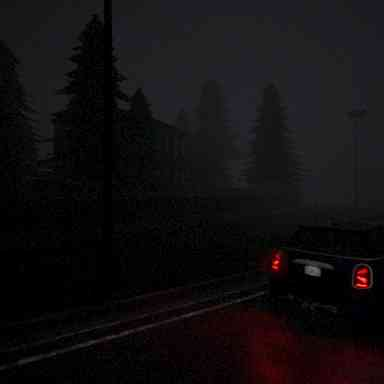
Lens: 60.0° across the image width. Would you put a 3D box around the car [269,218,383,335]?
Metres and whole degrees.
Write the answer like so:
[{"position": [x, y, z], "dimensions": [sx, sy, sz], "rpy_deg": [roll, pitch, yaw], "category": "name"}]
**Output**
[{"position": [3.673, 1.353, 6.979], "dimensions": [4.553, 1.767, 2.097], "rpy_deg": [0, 0, -40], "category": "car"}]
